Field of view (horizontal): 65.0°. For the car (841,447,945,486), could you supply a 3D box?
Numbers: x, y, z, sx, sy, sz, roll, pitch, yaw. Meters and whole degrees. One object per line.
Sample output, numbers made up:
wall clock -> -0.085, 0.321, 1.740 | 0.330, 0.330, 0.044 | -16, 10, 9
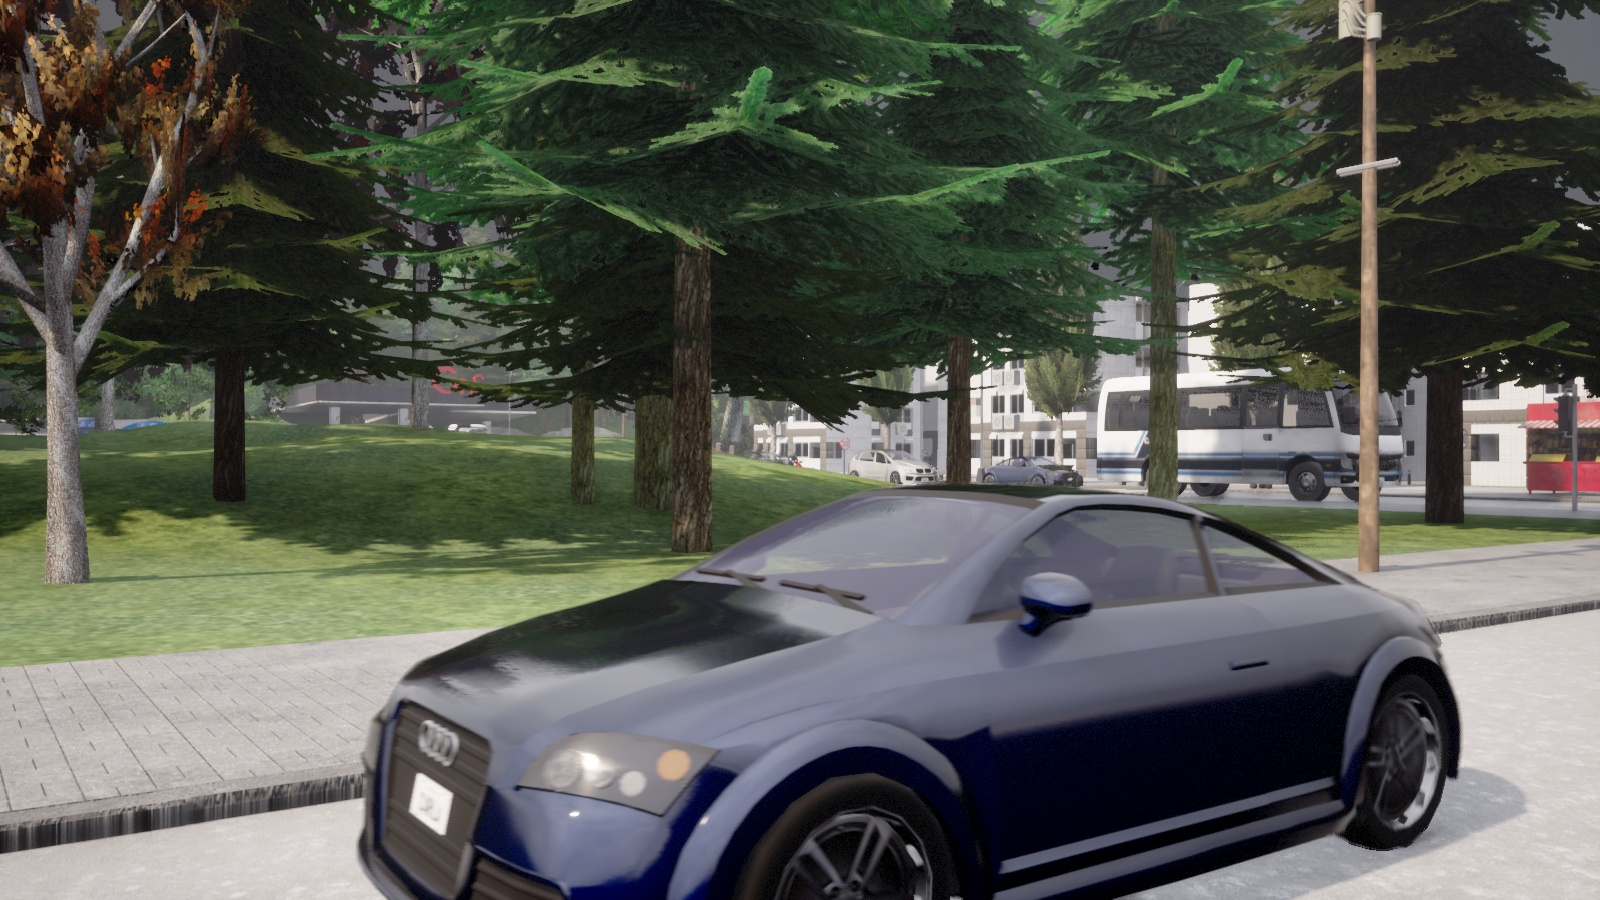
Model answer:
car -> 4.143, 0.716, 56.484 | 2.242, 1.667, 4.611 | 0, 0, -35

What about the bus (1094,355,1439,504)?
bus -> 14.857, -0.565, 41.203 | 3.944, 4.253, 10.273 | 0, 0, -33

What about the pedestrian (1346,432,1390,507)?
pedestrian -> 14.482, 0.500, 32.004 | 0.563, 1.883, 0.849 | 0, 0, -39

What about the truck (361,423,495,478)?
truck -> -24.386, 0.015, 82.543 | 7.936, 3.462, 2.891 | 0, 0, -33

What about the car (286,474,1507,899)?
car -> 0.539, 0.818, 4.643 | 4.181, 1.385, 1.994 | 0, 0, -35

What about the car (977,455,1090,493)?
car -> 9.118, 0.907, 49.329 | 1.994, 1.385, 4.181 | 0, 0, -35

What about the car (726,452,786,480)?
car -> -2.587, 0.905, 73.151 | 1.789, 1.549, 3.705 | 0, 0, -35
